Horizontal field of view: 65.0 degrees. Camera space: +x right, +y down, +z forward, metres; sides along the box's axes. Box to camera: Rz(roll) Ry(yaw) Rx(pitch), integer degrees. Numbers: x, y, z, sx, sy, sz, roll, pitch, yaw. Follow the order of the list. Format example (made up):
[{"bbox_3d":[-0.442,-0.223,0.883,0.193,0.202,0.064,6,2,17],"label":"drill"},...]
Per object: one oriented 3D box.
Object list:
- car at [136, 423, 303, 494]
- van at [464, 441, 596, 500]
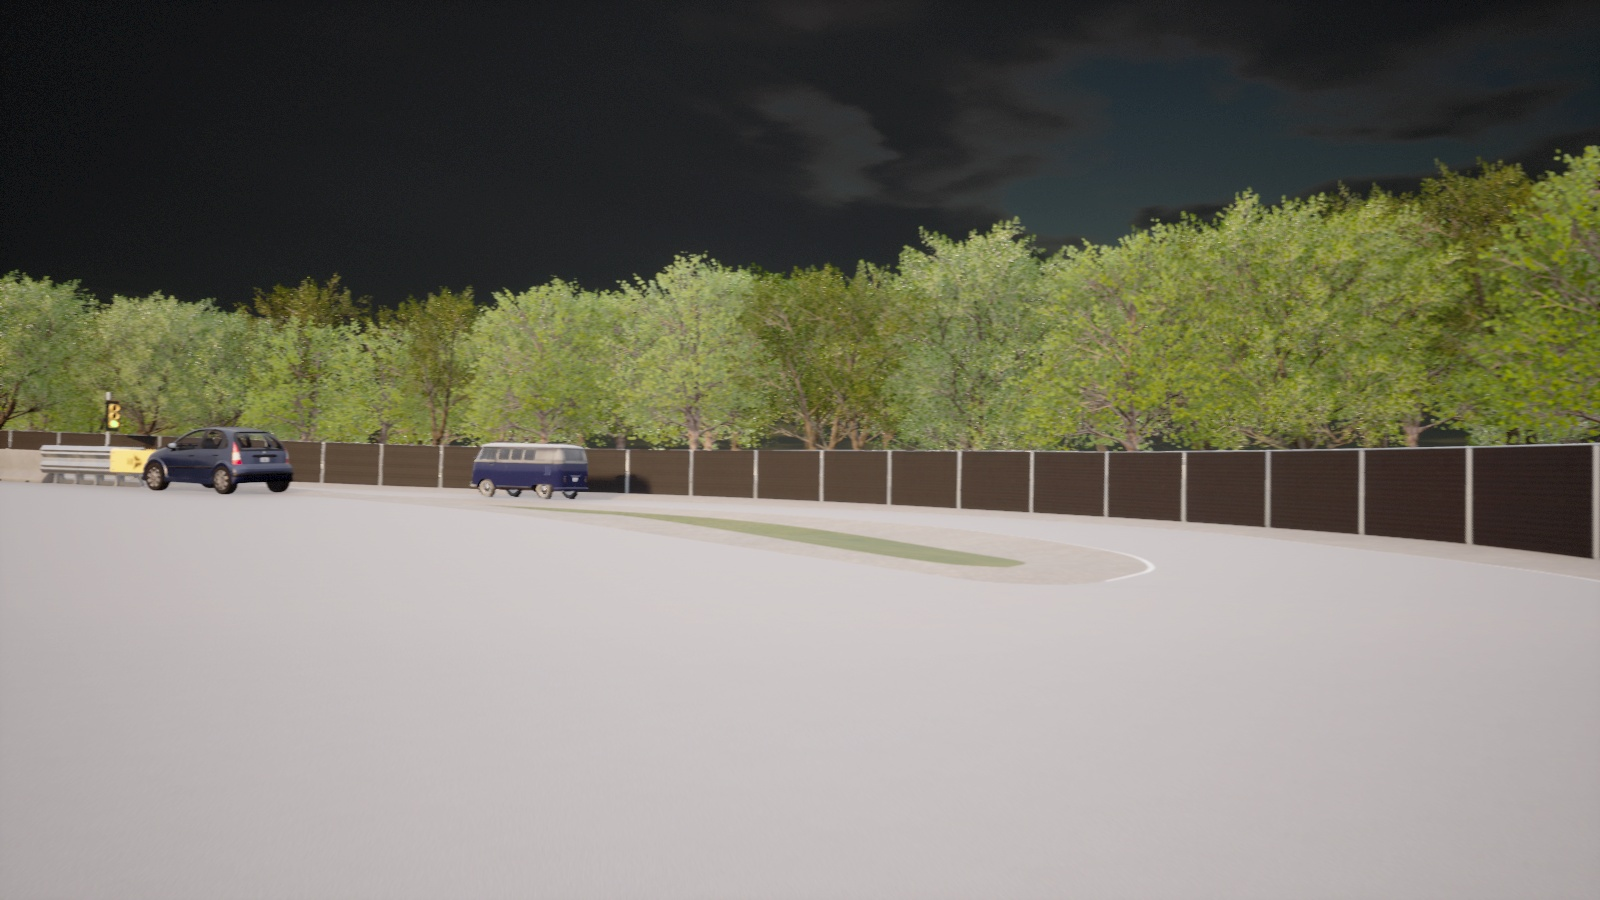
[{"bbox_3d":[-14.489,0.161,31.326,3.988,1.617,1.851,2,2,31],"label":"car"},{"bbox_3d":[-9.718,0.733,45.101,4.442,1.987,1.775,1,-1,27],"label":"van"}]
